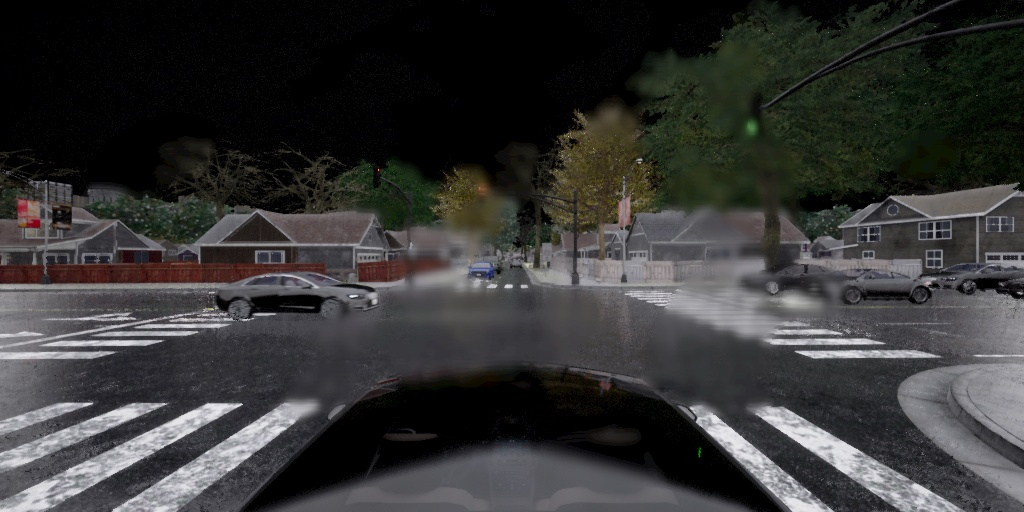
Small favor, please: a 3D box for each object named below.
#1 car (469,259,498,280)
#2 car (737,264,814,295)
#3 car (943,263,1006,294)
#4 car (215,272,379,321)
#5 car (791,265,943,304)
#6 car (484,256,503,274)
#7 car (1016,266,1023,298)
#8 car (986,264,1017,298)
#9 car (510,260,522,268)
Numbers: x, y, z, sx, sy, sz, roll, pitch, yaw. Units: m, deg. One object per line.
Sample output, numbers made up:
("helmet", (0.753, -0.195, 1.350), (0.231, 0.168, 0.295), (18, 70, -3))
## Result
("car", (-2.595, 1.242, 31.422), (1.882, 1.535, 5.008), (0, 0, 1))
("car", (14.262, 1.159, 18.330), (4.892, 1.490, 1.837), (0, 0, 2))
("car", (23.592, 1.093, 18.193), (4.902, 1.511, 2.128), (0, 0, 1))
("car", (-7.033, 1.273, 11.979), (4.902, 1.511, 2.128), (0, 0, 1))
("car", (14.716, 1.217, 15.082), (4.181, 1.385, 1.994), (0, 0, 1))
("car", (-2.401, 0.994, 41.658), (2.150, 2.045, 5.566), (0, 0, 1))
("car", (20.315, 1.115, 11.545), (4.902, 1.511, 2.128), (0, 0, 1))
("car", (23.953, 1.149, 14.935), (5.357, 1.411, 2.033), (0, 0, 1))
("car", (0.719, 1.361, 62.771), (1.994, 1.385, 4.181), (0, 0, 1))
